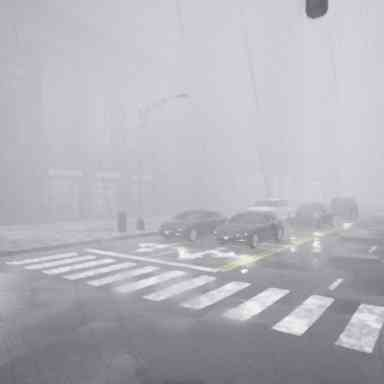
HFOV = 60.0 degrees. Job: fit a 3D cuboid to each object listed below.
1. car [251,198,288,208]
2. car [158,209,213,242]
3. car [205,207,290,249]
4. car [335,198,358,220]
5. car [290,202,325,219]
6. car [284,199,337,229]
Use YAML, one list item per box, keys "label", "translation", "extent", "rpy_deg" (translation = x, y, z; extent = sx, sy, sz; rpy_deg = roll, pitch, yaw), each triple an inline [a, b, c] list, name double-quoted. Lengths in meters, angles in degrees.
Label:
- label: "car"
  translation: [6.072, 1.513, 26.100]
  extent: [2.150, 2.045, 5.566]
  rpy_deg: [0, 0, 35]
- label: "car"
  translation: [0.196, 1.711, 17.884]
  extent: [1.837, 1.490, 4.892]
  rpy_deg: [0, 0, 36]
- label: "car"
  translation: [2.843, 1.713, 15.999]
  extent: [1.837, 1.490, 4.892]
  rpy_deg: [0, 0, 36]
- label: "car"
  translation: [14.773, 1.603, 32.646]
  extent: [2.150, 2.045, 5.566]
  rpy_deg: [0, -1, 36]
- label: "car"
  translation: [12.065, 1.870, 34.444]
  extent: [2.128, 1.511, 4.902]
  rpy_deg: [0, 0, 36]
- label: "car"
  translation: [8.763, 1.645, 24.268]
  extent: [2.097, 1.767, 4.553]
  rpy_deg: [0, 0, 36]
